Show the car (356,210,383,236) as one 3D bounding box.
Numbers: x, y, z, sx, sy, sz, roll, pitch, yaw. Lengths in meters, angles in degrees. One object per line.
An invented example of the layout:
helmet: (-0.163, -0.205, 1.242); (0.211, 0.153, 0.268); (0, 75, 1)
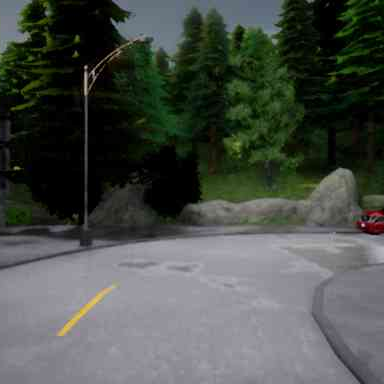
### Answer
car: (11.335, 1.306, 16.734); (5.566, 2.045, 2.150); (0, 0, -1)
